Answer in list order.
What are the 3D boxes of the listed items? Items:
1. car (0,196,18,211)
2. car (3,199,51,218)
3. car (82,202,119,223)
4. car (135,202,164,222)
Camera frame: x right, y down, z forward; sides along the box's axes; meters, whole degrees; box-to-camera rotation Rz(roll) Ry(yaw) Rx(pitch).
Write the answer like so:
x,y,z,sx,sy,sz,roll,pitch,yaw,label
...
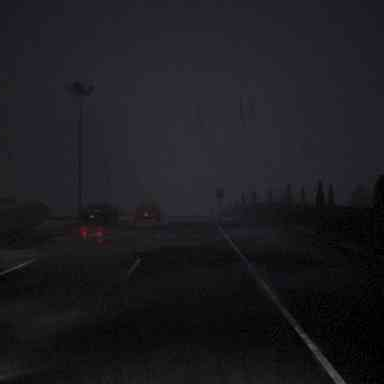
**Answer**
x,y,z,sx,sy,sz,roll,pitch,yaw,label
-17.592,1.355,29.869,2.150,2.045,5.566,0,-2,0,car
-14.093,1.618,29.187,1.837,1.490,4.892,0,-2,0,car
-6.896,1.531,25.498,2.128,1.511,4.902,0,-1,0,car
-3.398,1.545,27.136,1.882,1.535,5.008,0,-1,0,car
